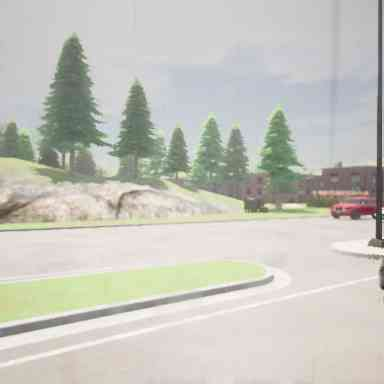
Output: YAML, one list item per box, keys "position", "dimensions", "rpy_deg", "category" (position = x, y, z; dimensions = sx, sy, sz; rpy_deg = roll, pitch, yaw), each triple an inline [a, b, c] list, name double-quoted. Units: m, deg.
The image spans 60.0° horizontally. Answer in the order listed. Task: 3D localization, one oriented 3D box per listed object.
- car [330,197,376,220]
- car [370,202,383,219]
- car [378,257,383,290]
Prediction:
- position: [15.408, 1.502, 31.087]
  dimensions: [5.566, 2.045, 2.150]
  rpy_deg: [1, 0, -31]
  category: "car"
- position: [17.550, 1.808, 28.292]
  dimensions: [4.674, 1.442, 1.812]
  rpy_deg: [1, 0, -31]
  category: "car"
- position: [6.033, 1.610, 7.441]
  dimensions: [4.674, 1.442, 1.812]
  rpy_deg: [1, 0, -33]
  category: "car"
